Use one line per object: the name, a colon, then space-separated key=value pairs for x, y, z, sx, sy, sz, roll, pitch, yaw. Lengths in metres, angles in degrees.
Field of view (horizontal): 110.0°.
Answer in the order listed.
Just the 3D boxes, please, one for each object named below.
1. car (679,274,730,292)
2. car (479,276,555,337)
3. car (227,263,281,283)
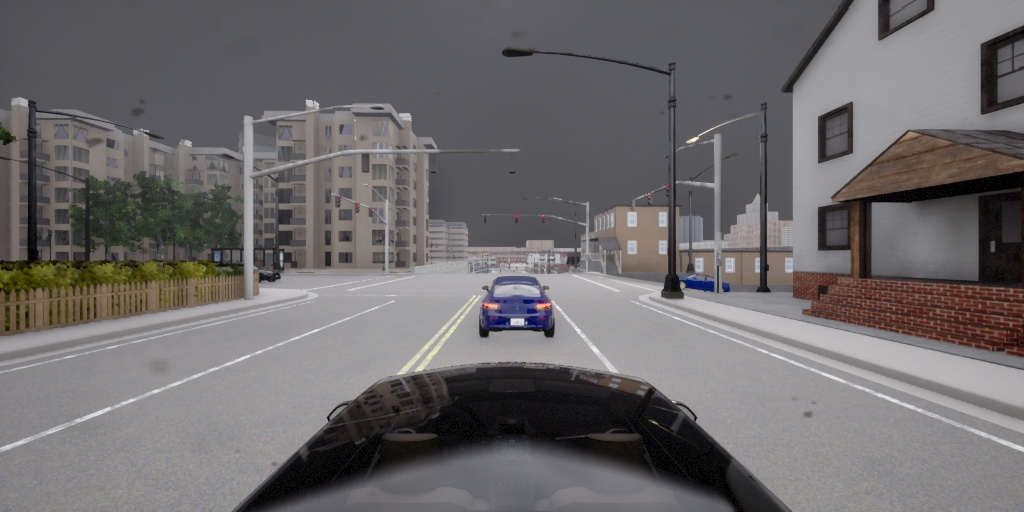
car: x=15.384 y=2.209 z=29.825 sx=5.008 sy=1.535 sz=1.882 roll=9 pitch=0 yaw=1
car: x=0.112 y=1.276 z=10.145 sx=1.812 sy=1.442 sz=4.674 roll=0 pitch=0 yaw=0
car: x=-19.880 y=1.255 z=26.647 sx=4.892 sy=1.490 sz=1.837 roll=0 pitch=0 yaw=1
